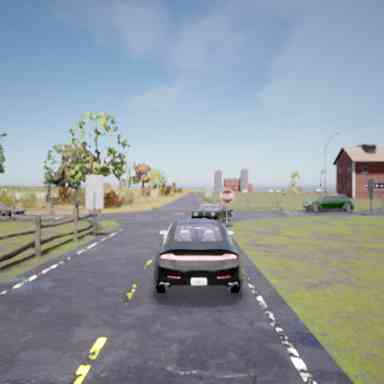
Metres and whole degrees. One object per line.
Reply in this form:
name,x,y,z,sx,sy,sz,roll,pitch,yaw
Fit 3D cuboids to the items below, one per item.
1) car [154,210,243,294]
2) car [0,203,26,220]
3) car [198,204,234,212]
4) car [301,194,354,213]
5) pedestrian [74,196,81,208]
car,0.133,1.455,8.657,2.128,1.511,4.902,0,0,0
car,-17.516,1.663,29.087,5.357,1.411,2.033,-1,1,1
car,1.686,1.494,24.299,1.895,1.301,4.718,0,0,22
car,12.832,1.006,31.675,4.553,1.767,2.097,-1,1,1
pedestrian,-12.029,1.269,34.988,0.375,1.860,0.375,0,2,1
